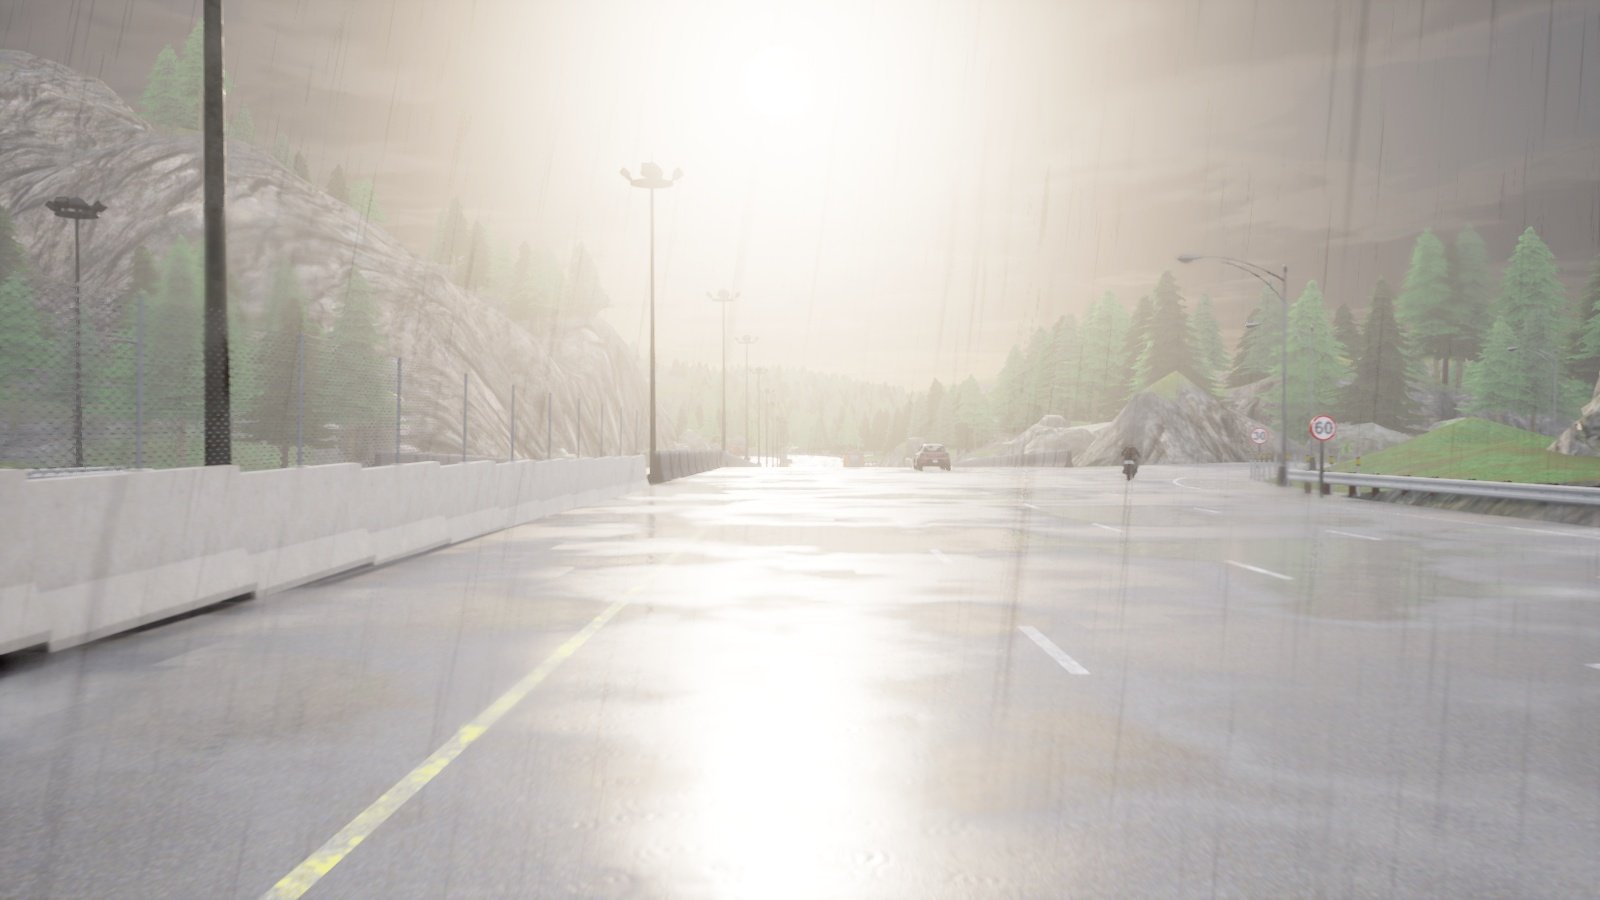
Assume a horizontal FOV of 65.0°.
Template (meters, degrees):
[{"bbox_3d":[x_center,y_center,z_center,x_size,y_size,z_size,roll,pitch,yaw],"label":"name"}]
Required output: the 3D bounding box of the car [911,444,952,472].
[{"bbox_3d":[7.260,0.409,69.526,1.816,1.474,4.193,0,0,0],"label":"car"}]

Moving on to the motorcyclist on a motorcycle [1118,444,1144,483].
[{"bbox_3d":[13.289,0.514,50.395,0.866,1.530,2.191,1,0,18],"label":"motorcyclist on a motorcycle"}]
